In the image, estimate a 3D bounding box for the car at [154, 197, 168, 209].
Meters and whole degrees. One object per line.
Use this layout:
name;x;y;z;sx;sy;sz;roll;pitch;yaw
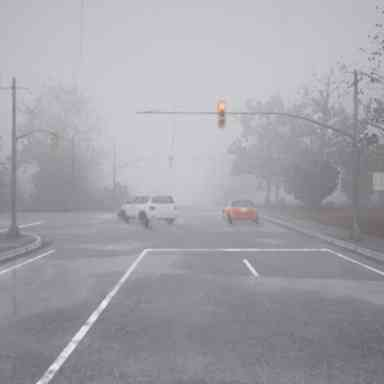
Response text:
car;-4.256;1.539;46.269;1.882;1.535;5.008;0;-1;-4

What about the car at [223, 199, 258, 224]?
car;3.552;1.327;24.988;2.097;1.767;4.553;0;0;0

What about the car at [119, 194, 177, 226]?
car;-3.204;1.197;23.458;2.150;2.045;5.566;1;-1;-35

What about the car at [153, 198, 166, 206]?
car;-6.179;1.909;63.143;2.033;1.411;5.357;0;-1;-10
